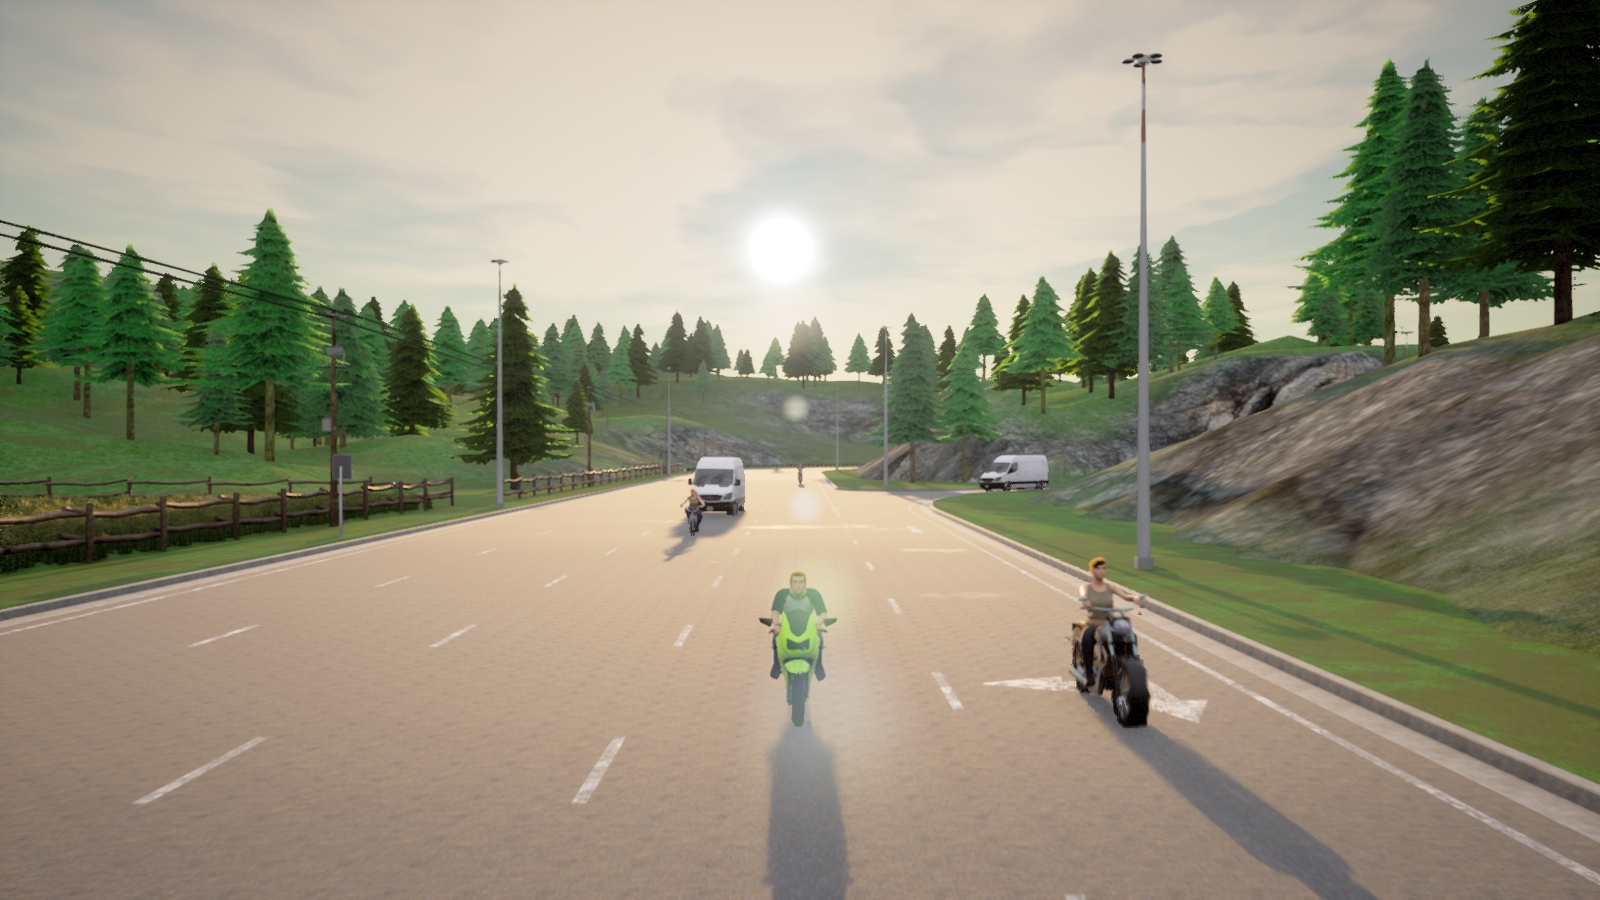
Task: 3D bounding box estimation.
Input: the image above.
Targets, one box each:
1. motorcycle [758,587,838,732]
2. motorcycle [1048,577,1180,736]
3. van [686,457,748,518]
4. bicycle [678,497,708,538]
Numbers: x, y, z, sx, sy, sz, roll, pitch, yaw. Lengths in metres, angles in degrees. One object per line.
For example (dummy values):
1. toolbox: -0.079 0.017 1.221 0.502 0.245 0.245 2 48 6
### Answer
1. motorcycle: -0.020 2.206 12.368 0.803 1.199 2.033 0 0 0
2. motorcycle: 3.363 2.175 12.488 0.764 1.307 2.356 0 0 -1
3. van: -3.683 1.609 51.591 1.988 2.561 5.915 1 0 3
4. bicycle: -3.547 2.213 37.934 0.859 1.277 1.487 0 0 0
